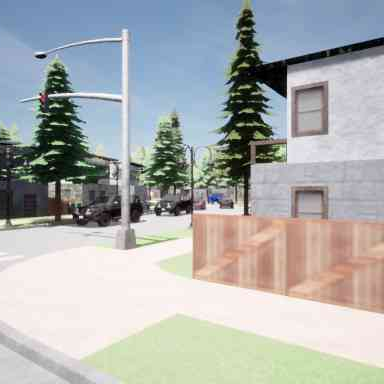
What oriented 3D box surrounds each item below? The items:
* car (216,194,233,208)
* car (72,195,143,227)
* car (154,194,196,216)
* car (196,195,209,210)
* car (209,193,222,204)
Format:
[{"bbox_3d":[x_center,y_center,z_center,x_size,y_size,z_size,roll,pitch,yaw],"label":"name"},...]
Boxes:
[{"bbox_3d":[4.754,1.470,46.463,2.128,1.511,4.902,0,0,4],"label":"car"},{"bbox_3d":[-5.618,1.202,23.083,2.150,2.045,5.566,0,0,27],"label":"car"},{"bbox_3d":[-1.723,1.202,32.459,2.150,2.045,5.566,0,0,18],"label":"car"},{"bbox_3d":[0.535,1.333,42.058,2.097,1.767,4.553,0,0,9],"label":"car"},{"bbox_3d":[4.296,1.202,60.841,2.150,2.045,5.566,0,0,-9],"label":"car"}]
